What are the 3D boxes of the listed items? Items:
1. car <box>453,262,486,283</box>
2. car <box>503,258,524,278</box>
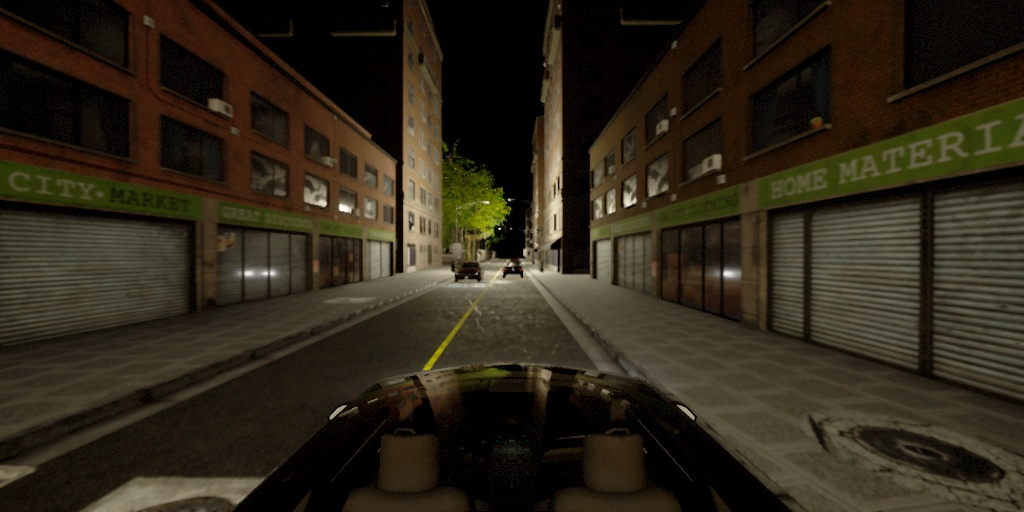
[{"bbox_3d":[-3.088,1.166,26.654,1.812,1.442,4.674,0,0,0],"label":"car"},{"bbox_3d":[0.110,1.162,32.468,2.033,1.411,5.357,0,0,0],"label":"car"}]
